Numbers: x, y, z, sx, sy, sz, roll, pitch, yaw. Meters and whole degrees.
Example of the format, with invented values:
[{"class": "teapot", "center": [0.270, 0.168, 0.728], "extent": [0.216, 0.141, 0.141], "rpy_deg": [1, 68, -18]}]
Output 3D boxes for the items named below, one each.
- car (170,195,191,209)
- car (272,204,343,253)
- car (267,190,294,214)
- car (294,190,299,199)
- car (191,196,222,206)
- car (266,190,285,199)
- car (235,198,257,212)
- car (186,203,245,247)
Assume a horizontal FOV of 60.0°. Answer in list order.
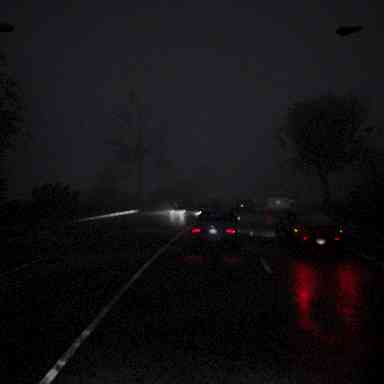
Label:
[{"class": "car", "center": [-0.920, 1.148, 37.763], "extent": [2.128, 1.511, 4.902], "rpy_deg": [0, 1, 19]}, {"class": "car", "center": [4.500, 1.418, 13.169], "extent": [1.812, 1.442, 4.674], "rpy_deg": [0, 0, 7]}, {"class": "car", "center": [8.421, 0.962, 32.008], "extent": [2.150, 2.045, 5.566], "rpy_deg": [0, 0, 17]}, {"class": "car", "center": [21.705, 0.550, 72.913], "extent": [2.150, 2.045, 5.566], "rpy_deg": [1, 1, 38]}, {"class": "car", "center": [1.918, 1.236, 35.385], "extent": [2.033, 1.411, 5.357], "rpy_deg": [0, 1, 18]}, {"class": "car", "center": [18.989, 0.506, 75.120], "extent": [2.150, 2.045, 5.566], "rpy_deg": [1, 1, 38]}, {"class": "car", "center": [5.406, 1.277, 33.947], "extent": [1.994, 1.385, 4.181], "rpy_deg": [0, 1, 17]}, {"class": "car", "center": [1.076, 1.423, 14.293], "extent": [2.033, 1.411, 5.357], "rpy_deg": [0, 0, 7]}]
